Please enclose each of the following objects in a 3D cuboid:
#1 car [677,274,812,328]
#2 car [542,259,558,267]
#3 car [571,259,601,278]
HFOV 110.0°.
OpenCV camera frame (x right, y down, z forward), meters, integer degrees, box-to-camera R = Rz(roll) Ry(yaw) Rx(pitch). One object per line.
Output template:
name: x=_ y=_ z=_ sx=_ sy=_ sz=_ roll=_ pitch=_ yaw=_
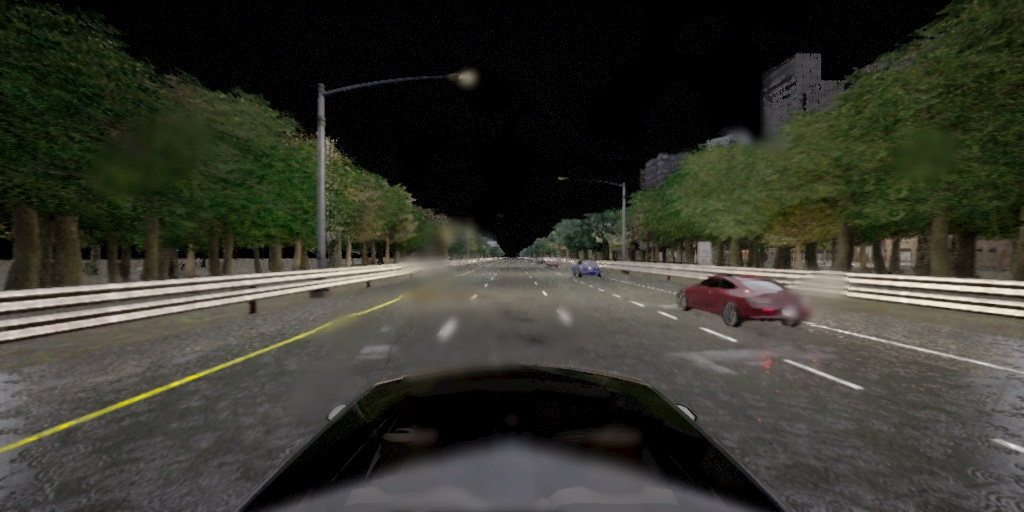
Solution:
car: x=7.002 y=1.280 z=11.342 sx=1.812 sy=1.442 sz=4.674 roll=0 pitch=0 yaw=0
car: x=7.022 y=1.388 z=64.292 sx=1.895 sy=1.301 sz=4.718 roll=0 pitch=0 yaw=0
car: x=7.006 y=1.113 z=34.338 sx=2.097 sy=1.767 sz=4.553 roll=0 pitch=0 yaw=0
